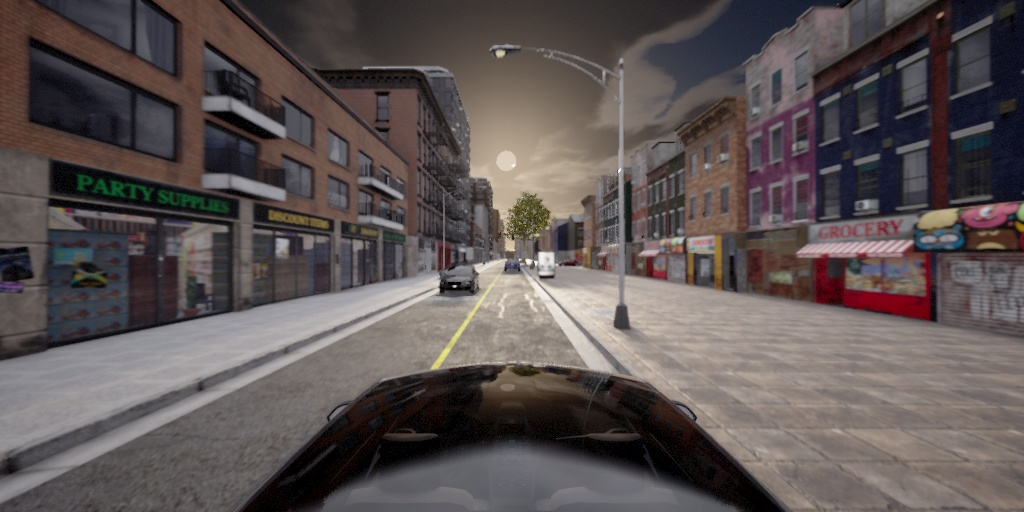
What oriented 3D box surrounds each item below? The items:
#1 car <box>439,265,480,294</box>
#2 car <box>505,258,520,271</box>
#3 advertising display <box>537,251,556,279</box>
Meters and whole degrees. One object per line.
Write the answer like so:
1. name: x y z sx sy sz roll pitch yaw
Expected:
1. car: -2.847 1.258 20.206 1.837 1.490 4.892 0 0 0
2. car: 0.068 1.112 49.095 2.097 1.767 4.553 0 0 0
3. advertising display: 3.011 0.779 31.280 1.540 2.440 0.280 0 0 0
